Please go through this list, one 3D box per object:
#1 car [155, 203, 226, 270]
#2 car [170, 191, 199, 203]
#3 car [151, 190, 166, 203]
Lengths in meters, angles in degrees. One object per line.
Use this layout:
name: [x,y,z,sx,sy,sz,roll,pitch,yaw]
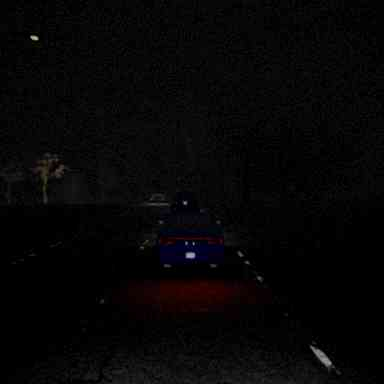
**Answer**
car: [-0.066,1.358,10.632,1.882,1.535,5.008,0,1,-1]
car: [-0.615,0.889,27.682,2.150,2.045,5.566,0,1,-2]
car: [-5.372,0.748,53.774,2.150,2.045,5.566,0,0,-2]
